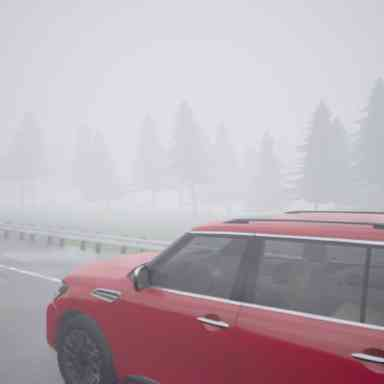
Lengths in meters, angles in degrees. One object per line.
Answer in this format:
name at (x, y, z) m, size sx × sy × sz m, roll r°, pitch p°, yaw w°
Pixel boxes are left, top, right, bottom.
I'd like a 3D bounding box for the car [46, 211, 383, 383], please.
car at (0.851, 1.221, 3.385) m, size 5.566 × 2.045 × 2.150 m, roll 0°, pitch 0°, yaw 36°
